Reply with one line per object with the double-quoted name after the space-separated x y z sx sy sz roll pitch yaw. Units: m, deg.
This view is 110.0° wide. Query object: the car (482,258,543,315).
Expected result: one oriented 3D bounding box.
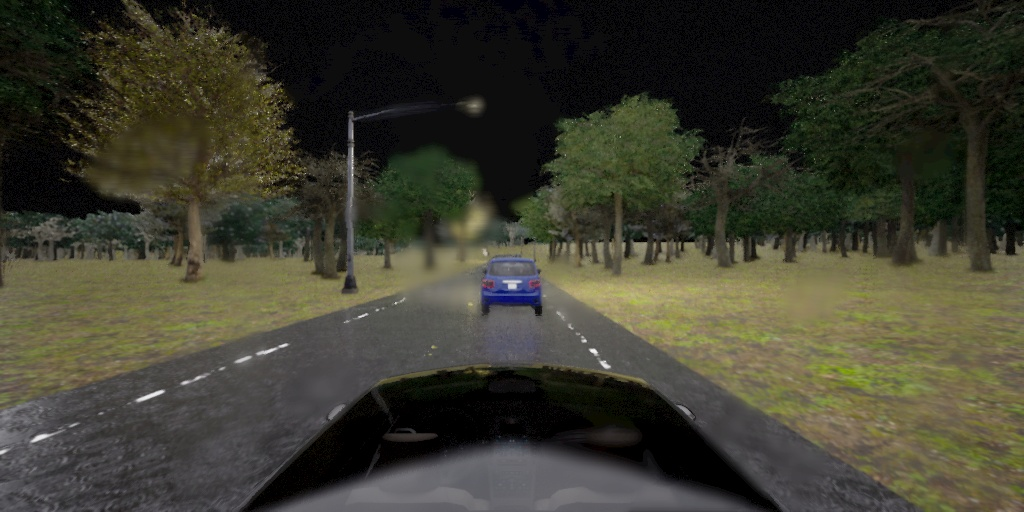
0.024 1.094 14.398 2.150 2.045 5.566 0 0 0 "car"
